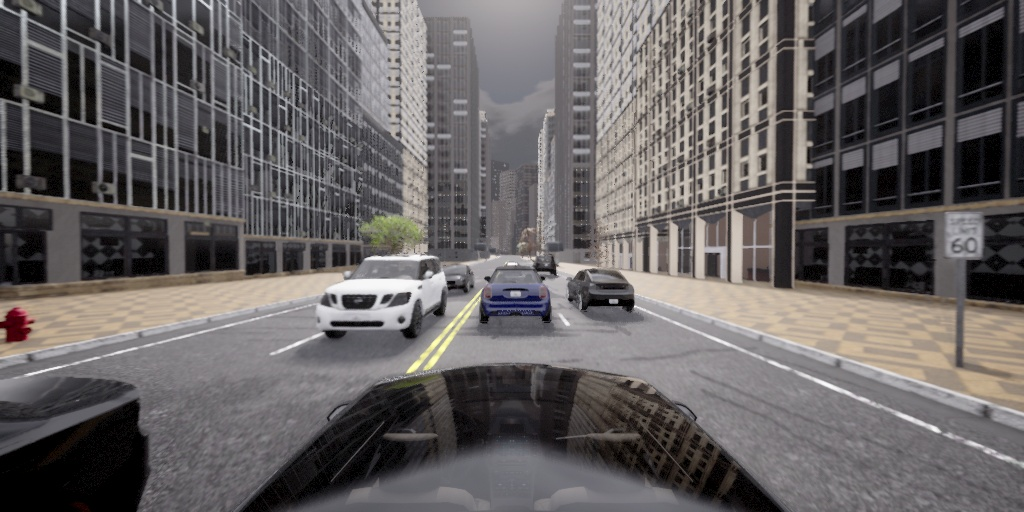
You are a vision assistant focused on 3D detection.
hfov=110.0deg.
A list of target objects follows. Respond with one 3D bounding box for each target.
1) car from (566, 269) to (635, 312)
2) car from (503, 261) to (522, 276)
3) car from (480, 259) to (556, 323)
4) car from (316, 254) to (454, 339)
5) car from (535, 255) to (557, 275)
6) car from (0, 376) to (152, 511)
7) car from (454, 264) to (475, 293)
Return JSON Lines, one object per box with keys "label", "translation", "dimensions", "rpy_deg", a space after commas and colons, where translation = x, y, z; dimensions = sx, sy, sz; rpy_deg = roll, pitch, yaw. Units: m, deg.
{"label": "car", "translation": [3.355, 1.249, 14.259], "dimensions": [1.837, 1.490, 4.892], "rpy_deg": [0, 0, 0]}
{"label": "car", "translation": [0.067, 1.294, 37.945], "dimensions": [1.994, 1.385, 4.181], "rpy_deg": [0, 0, 0]}
{"label": "car", "translation": [0.104, 1.098, 12.309], "dimensions": [2.097, 1.767, 4.553], "rpy_deg": [0, 0, 0]}
{"label": "car", "translation": [-3.326, 0.968, 10.460], "dimensions": [2.150, 2.045, 5.566], "rpy_deg": [0, 0, 0]}
{"label": "car", "translation": [3.322, 0.954, 37.038], "dimensions": [2.150, 2.045, 5.566], "rpy_deg": [0, 0, 1]}
{"label": "car", "translation": [-3.345, 1.228, 0.232], "dimensions": [1.882, 1.535, 5.008], "rpy_deg": [0, 0, 0]}
{"label": "car", "translation": [-3.248, 1.246, 20.840], "dimensions": [1.837, 1.490, 4.892], "rpy_deg": [0, 0, 0]}
